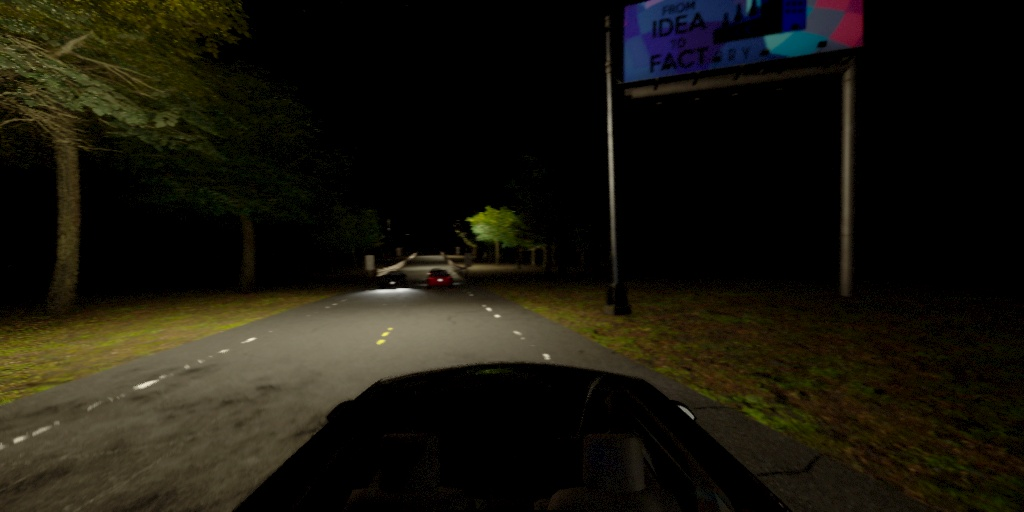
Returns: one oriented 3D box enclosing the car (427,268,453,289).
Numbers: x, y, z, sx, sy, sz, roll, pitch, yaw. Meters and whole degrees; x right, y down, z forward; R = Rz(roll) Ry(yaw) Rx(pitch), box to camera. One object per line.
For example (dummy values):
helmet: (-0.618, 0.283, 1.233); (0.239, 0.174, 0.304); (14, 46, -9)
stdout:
car: (-5.820, 1.818, 28.972); (1.994, 1.385, 4.181); (-1, -1, -12)

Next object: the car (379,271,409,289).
car: (-9.570, 1.915, 29.350); (1.994, 1.385, 4.181); (-1, -1, -12)
